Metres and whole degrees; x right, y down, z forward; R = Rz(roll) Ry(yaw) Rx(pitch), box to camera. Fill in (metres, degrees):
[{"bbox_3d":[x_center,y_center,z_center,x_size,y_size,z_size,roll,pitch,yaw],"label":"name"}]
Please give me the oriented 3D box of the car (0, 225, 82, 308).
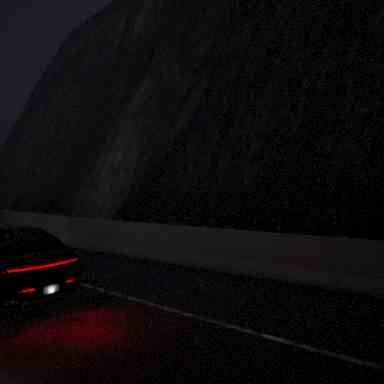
[{"bbox_3d":[-4.447,1.519,7.545,4.892,1.490,1.837,0,0,39],"label":"car"}]
